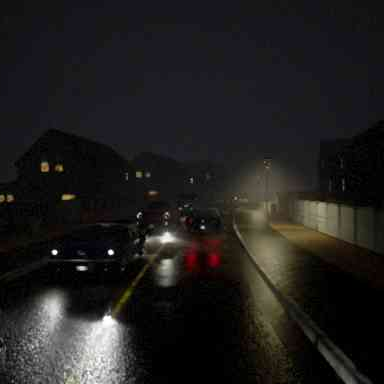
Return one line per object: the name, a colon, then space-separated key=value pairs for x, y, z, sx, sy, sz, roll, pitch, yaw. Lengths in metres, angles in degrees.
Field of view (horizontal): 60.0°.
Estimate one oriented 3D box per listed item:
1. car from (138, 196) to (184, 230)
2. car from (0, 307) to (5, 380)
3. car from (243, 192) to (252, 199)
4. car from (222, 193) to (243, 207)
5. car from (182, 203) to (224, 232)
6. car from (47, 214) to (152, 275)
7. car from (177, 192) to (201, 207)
car: x=-2.016 y=1.312 z=20.661 sx=2.097 sy=1.767 sz=4.553 roll=0 pitch=0 yaw=6
car: x=-2.647 y=1.237 z=0.701 sx=2.150 sy=2.045 sz=5.566 roll=0 pitch=0 yaw=-3
car: x=11.227 y=0.776 z=70.327 sx=2.033 sy=1.411 sz=5.357 roll=0 pitch=1 yaw=23
car: x=5.212 y=1.209 z=44.633 sx=2.033 sy=1.411 sz=5.357 roll=0 pitch=1 yaw=15
car: x=0.777 y=1.551 z=19.666 sx=1.895 sy=1.301 sz=4.718 roll=0 pitch=0 yaw=5
car: x=-2.690 y=1.603 z=10.569 sx=1.895 sy=1.301 sz=4.718 roll=0 pitch=0 yaw=2
car: x=-0.467 y=1.069 z=32.455 sx=2.150 sy=2.045 sz=5.566 roll=0 pitch=1 yaw=11
